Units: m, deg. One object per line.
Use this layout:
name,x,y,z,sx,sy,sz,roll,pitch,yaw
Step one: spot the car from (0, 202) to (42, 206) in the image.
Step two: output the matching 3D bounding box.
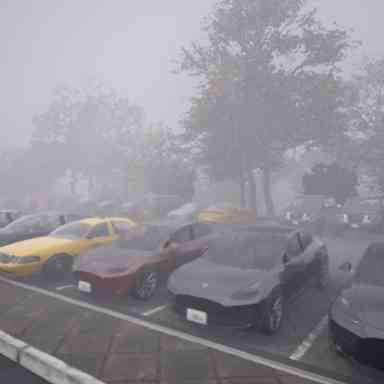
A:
car,-9.901,1.474,15.061,1.946,1.575,5.366,0,0,36

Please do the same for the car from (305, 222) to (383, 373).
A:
car,3.722,1.521,5.476,2.163,1.488,4.792,0,0,36

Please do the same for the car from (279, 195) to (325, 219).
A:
car,6.913,1.232,19.287,2.435,2.045,5.566,0,0,36

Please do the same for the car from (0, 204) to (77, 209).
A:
car,-7.541,1.480,13.588,2.231,1.521,4.892,0,0,36

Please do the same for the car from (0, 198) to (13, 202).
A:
car,-12.067,1.349,16.805,2.185,1.767,4.553,0,0,36

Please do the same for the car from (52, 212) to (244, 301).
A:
car,-0.789,1.516,8.714,2.163,1.488,4.792,0,0,36

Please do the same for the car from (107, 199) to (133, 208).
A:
car,-4.325,1.512,27.385,2.002,1.452,4.674,0,0,36

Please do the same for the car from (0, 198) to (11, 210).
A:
car,-26.816,1.654,43.522,2.231,1.521,4.892,-1,-1,36

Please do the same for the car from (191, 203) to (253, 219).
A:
car,2.424,1.479,22.537,2.097,1.535,5.008,0,0,36

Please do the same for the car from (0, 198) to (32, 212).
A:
car,-22.419,1.565,40.146,1.946,1.575,5.366,-1,-1,36

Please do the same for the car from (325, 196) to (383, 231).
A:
car,9.163,1.235,17.672,2.435,2.045,5.566,0,0,36

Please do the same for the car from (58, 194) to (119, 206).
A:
car,-8.943,1.215,30.667,2.435,2.045,5.566,0,0,36

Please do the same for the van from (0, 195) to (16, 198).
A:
van,-20.133,1.300,38.589,1.878,1.987,4.442,-1,-1,36

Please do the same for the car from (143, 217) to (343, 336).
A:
car,1.467,1.519,7.095,2.163,1.488,4.792,0,0,36

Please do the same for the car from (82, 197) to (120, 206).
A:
car,-6.578,1.469,28.998,2.097,1.535,5.008,0,0,36

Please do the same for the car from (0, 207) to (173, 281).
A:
car,-3.135,1.481,10.205,1.946,1.575,5.366,0,0,36

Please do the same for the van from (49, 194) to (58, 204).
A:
van,-11.110,1.238,32.400,1.878,1.987,4.442,0,0,36

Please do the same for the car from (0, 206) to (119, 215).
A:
car,-5.279,1.483,11.980,2.231,1.521,4.892,0,0,36

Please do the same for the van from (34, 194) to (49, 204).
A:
van,-13.259,1.236,33.942,1.878,1.987,4.442,0,0,36

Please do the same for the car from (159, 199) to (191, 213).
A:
car,0.077,1.516,24.232,2.002,1.452,4.674,0,0,36

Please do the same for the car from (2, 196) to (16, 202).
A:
car,-17.809,1.484,37.071,2.097,1.535,5.008,-1,-1,36

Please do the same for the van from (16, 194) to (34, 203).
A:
van,-15.753,1.234,35.446,1.878,1.987,4.442,-1,0,36

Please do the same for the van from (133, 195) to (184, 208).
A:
van,-2.108,1.248,25.939,1.878,1.987,4.442,0,0,36
